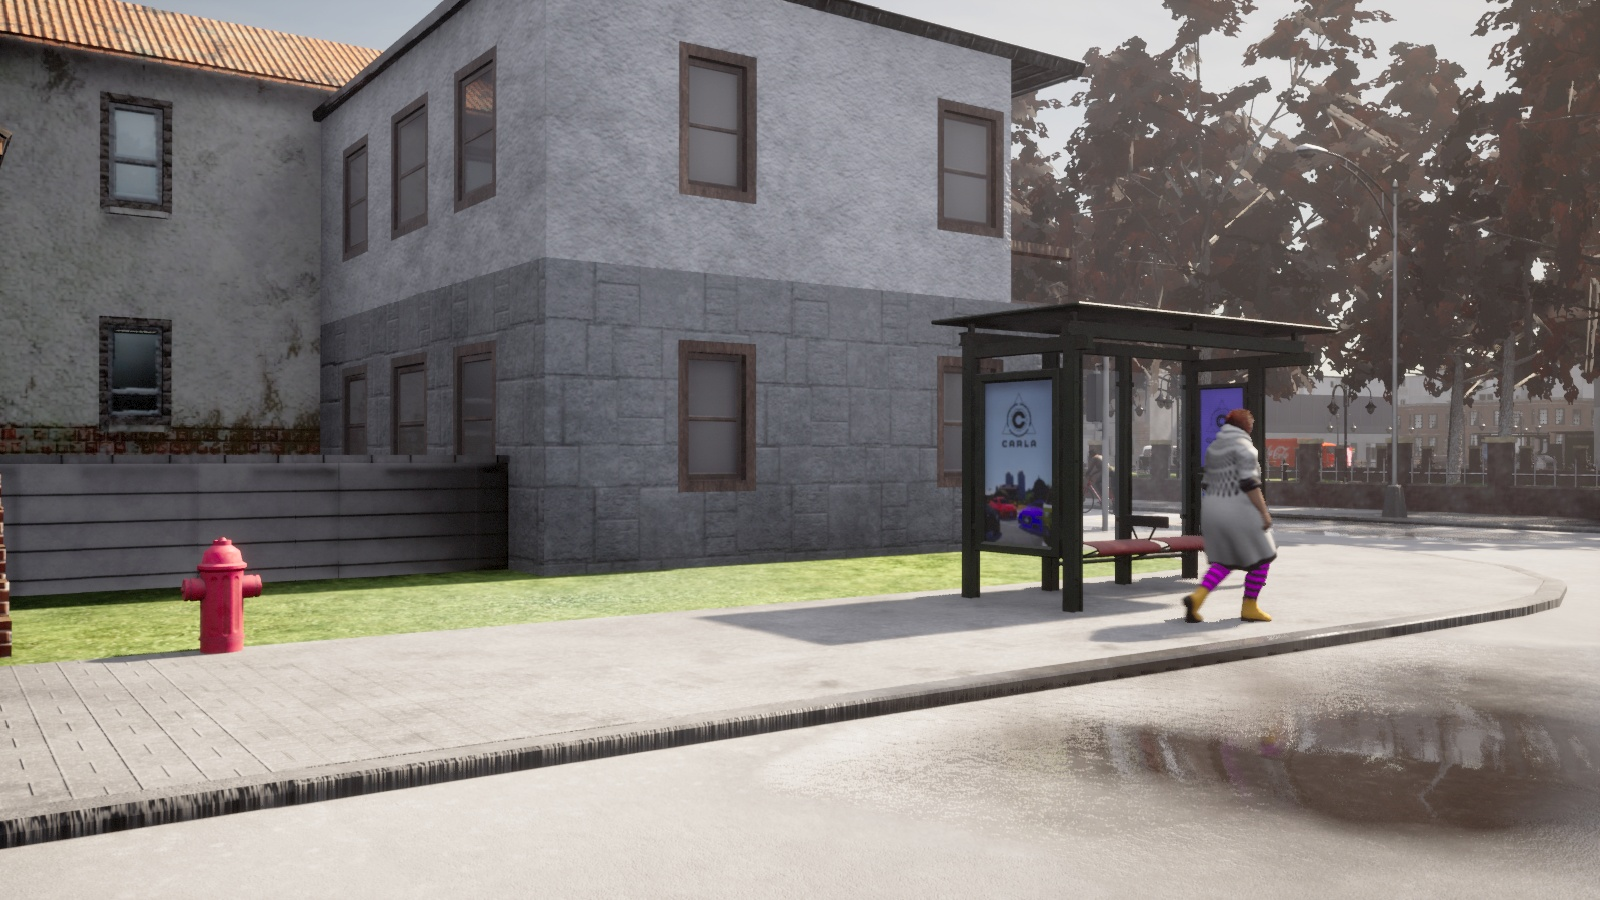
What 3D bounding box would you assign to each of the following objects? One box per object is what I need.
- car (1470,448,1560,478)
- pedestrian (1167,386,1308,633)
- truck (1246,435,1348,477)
[{"bbox_3d":[39.975,0.730,70.256,1.851,1.617,3.988,0,0,-35],"label":"car"},{"bbox_3d":[3.608,0.472,10.375,0.873,1.952,0.659,0,0,-19],"label":"pedestrian"},{"bbox_3d":[30.378,0.382,76.878,2.627,2.467,5.204,0,0,-35],"label":"truck"}]
